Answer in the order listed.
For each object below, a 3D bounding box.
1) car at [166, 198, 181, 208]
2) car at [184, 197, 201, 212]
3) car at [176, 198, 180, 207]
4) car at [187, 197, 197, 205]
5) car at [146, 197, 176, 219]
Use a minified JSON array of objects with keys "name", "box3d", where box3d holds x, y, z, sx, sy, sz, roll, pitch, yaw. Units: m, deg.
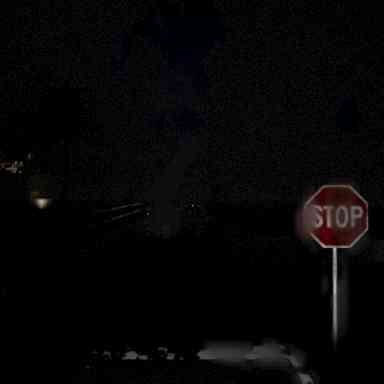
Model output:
[{"name":"car","box3d":[-2.884,1.677,52.918,2.033,1.411,5.357,0,0,0]},{"name":"car","box3d":[0.066,1.625,40.583,2.033,1.411,5.357,0,0,0]},{"name":"car","box3d":[-2.880,1.568,40.020,2.128,1.511,4.902,0,0,0]},{"name":"car","box3d":[-0.013,1.691,64.586,1.837,1.490,4.892,0,0,0]},{"name":"car","box3d":[-2.874,1.396,29.942,2.097,1.767,4.553,0,0,0]}]
